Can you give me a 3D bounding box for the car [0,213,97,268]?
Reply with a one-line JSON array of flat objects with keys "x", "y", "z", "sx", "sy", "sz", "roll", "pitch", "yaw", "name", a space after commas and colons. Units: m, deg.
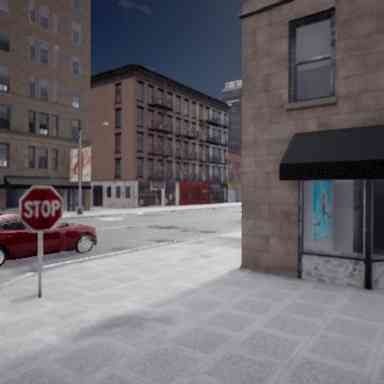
[{"x": -5.517, "y": 1.449, "z": 11.123, "sx": 1.882, "sy": 1.535, "sz": 5.008, "roll": 0, "pitch": 0, "yaw": 35, "name": "car"}]
